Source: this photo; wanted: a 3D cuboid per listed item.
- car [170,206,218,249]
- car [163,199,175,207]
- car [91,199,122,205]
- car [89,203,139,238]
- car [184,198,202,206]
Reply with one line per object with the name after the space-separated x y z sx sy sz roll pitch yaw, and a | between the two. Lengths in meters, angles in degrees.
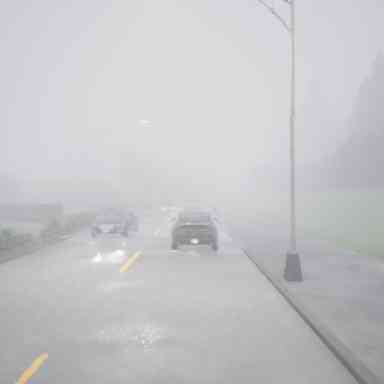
0.105 1.579 14.814 1.837 1.490 4.892 0 0 0 | car
-4.029 1.888 58.802 1.895 1.301 4.718 0 0 1 | car
-10.310 1.665 42.612 5.357 1.415 2.033 0 0 -40 | car
-4.092 1.581 18.260 2.128 1.511 4.902 0 0 0 | car
0.106 1.544 39.556 2.097 1.767 4.553 0 0 0 | car
